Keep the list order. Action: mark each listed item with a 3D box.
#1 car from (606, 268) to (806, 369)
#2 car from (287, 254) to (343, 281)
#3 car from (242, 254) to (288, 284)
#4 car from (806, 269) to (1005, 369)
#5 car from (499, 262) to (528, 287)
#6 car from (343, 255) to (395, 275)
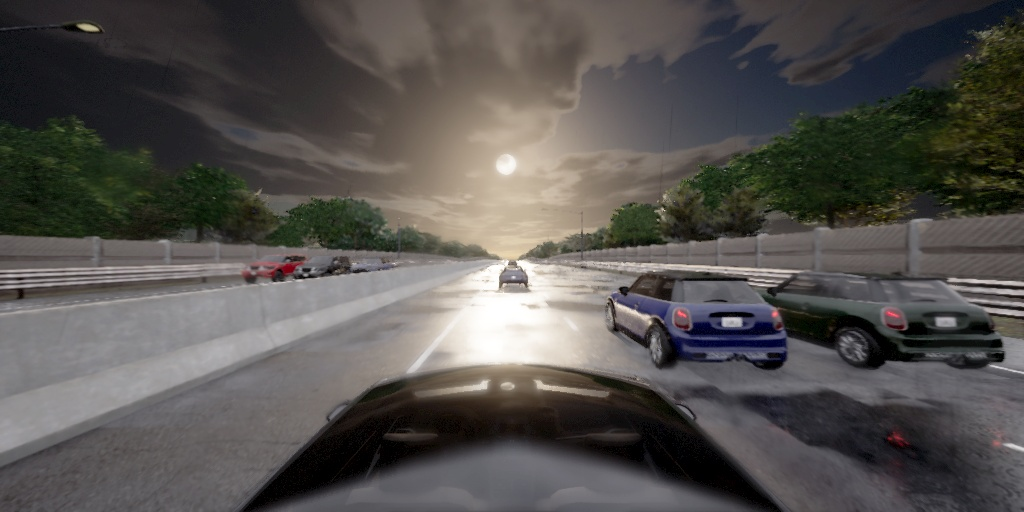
[{"bbox_3d":[3.603,1.110,7.995,2.097,1.767,4.553,0,0,0],"label":"car"},{"bbox_3d":[-13.996,0.944,27.094,2.150,2.045,5.566,0,0,0],"label":"car"},{"bbox_3d":[-17.496,0.841,27.095,2.150,2.045,5.566,0,0,0],"label":"car"},{"bbox_3d":[7.103,1.110,7.987,2.097,1.767,4.553,0,0,0],"label":"car"},{"bbox_3d":[0.104,1.367,25.198,1.994,1.385,4.181,0,0,0],"label":"car"},{"bbox_3d":[-10.496,0.819,27.156,2.097,1.767,4.553,0,0,0],"label":"car"}]
